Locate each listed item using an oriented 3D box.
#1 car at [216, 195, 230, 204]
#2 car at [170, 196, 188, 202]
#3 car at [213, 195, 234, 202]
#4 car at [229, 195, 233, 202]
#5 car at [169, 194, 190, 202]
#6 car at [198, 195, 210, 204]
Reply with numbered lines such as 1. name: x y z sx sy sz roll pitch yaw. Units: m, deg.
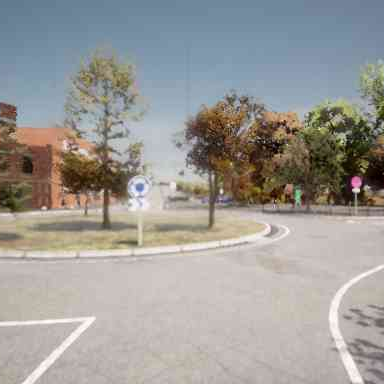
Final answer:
1. car: 6.209 1.890 71.135 1.895 1.301 4.718 0 -1 -6
2. car: -3.855 2.013 95.390 5.008 1.535 2.097 0 0 -6
3. car: 8.889 1.754 94.001 5.566 2.045 2.435 0 0 -6
4. car: 9.413 1.822 88.244 4.553 1.767 2.185 0 0 -6
5. car: -3.332 1.714 89.764 5.566 2.045 2.435 0 -1 -6
6. car: 3.029 1.809 70.235 1.812 1.442 4.674 0 -1 -6
